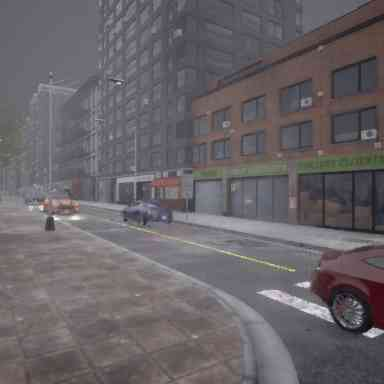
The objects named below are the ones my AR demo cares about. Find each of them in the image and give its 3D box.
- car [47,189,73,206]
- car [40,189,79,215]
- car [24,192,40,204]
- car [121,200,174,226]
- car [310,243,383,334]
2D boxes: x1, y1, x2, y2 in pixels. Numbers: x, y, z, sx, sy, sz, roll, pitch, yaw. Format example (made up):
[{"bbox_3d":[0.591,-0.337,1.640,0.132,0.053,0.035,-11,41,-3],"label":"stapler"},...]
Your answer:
[{"bbox_3d":[-17.010,0.608,42.719,2.150,2.045,5.566,0,0,-32],"label":"car"},{"bbox_3d":[-10.890,0.885,27.647,2.097,1.767,4.553,0,1,-32],"label":"car"},{"bbox_3d":[-19.952,0.722,42.008,1.994,1.385,4.181,0,0,-33],"label":"car"},{"bbox_3d":[-2.798,1.220,20.443,1.812,1.442,4.674,0,1,-33],"label":"car"},{"bbox_3d":[3.866,1.486,4.527,1.812,1.442,4.674,0,1,-33],"label":"car"}]
